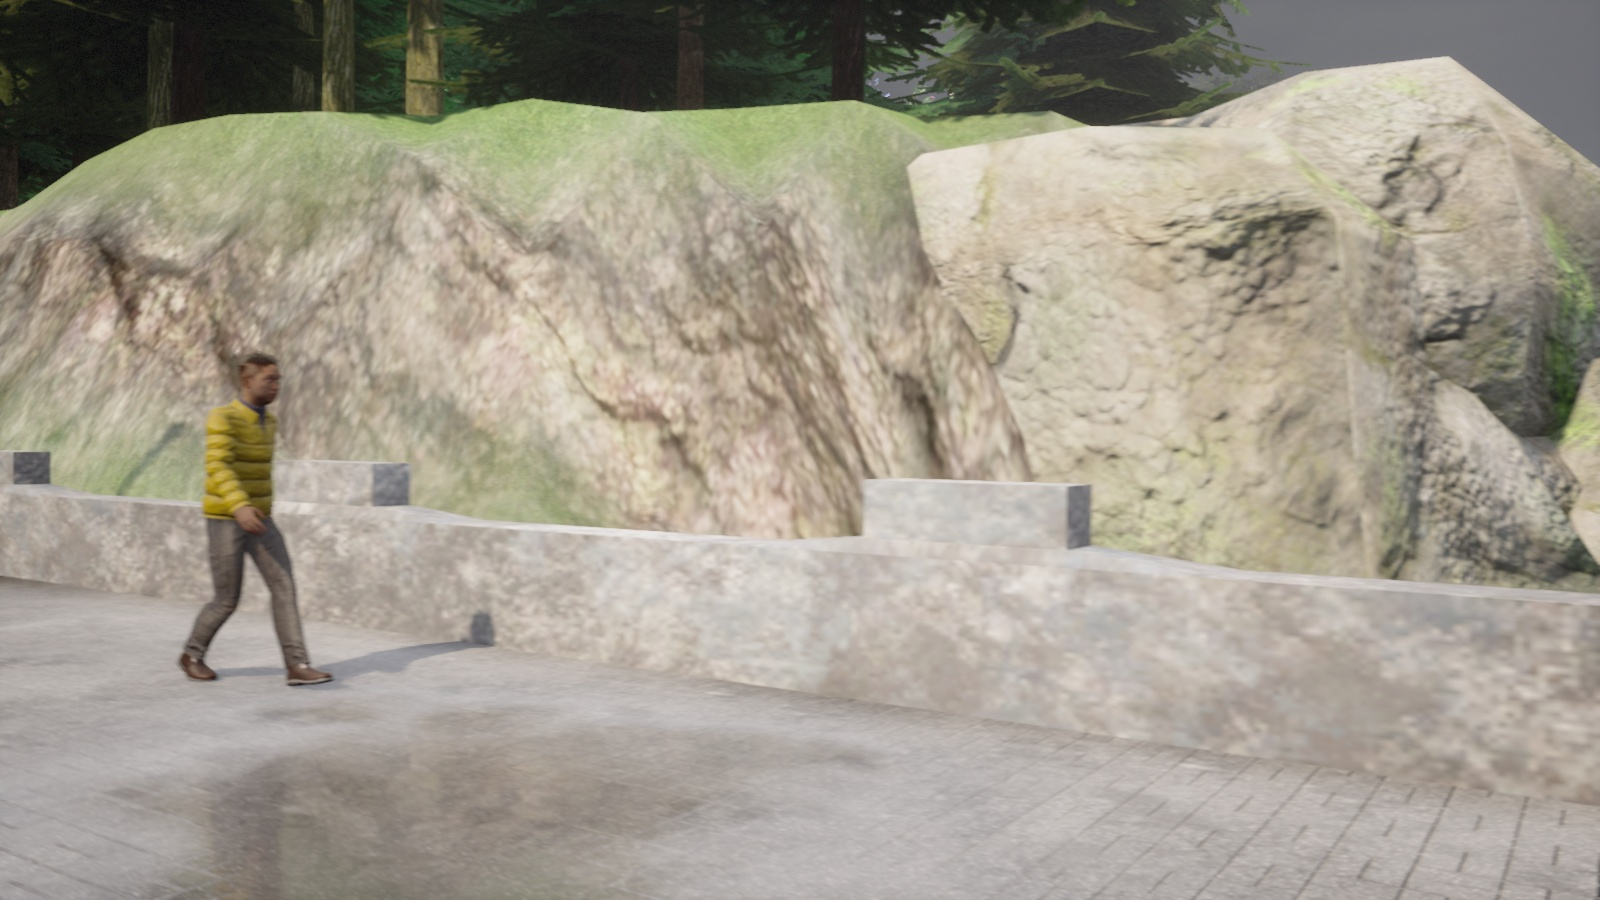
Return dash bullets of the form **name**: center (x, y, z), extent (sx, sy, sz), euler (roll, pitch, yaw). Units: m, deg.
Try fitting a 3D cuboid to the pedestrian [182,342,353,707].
- **pedestrian**: center (-2.819, 0.376, 6.658), extent (0.709, 1.840, 0.431), euler (0, 1, 21)
